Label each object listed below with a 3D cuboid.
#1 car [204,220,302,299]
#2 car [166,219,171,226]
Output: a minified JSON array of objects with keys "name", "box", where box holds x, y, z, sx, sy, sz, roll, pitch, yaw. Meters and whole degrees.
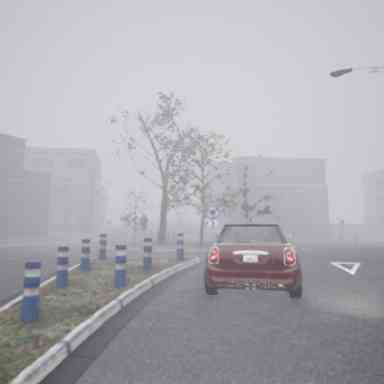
[{"name":"car","box":[1.673,1.541,9.027,2.097,1.767,4.553,-1,-4,12]},{"name":"car","box":[-5.992,6.840,76.159,1.837,1.490,4.892,0,-1,-1]}]
